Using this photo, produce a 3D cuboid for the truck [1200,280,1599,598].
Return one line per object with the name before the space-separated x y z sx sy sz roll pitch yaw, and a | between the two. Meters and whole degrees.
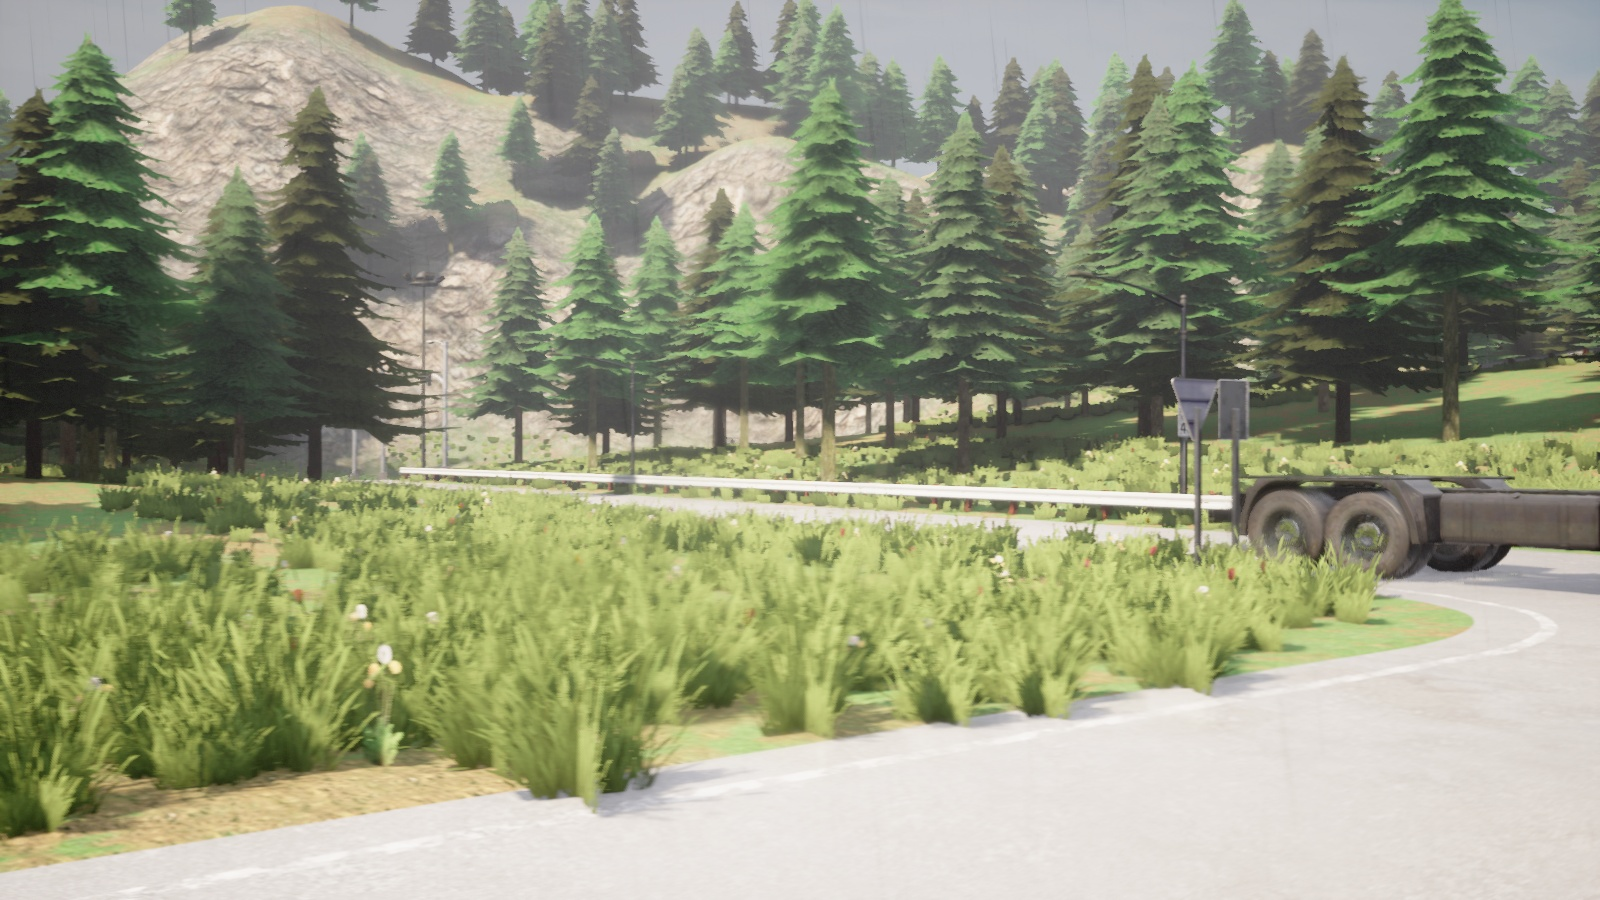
truck | 9.191 -0.099 15.569 2.891 3.462 7.936 0 -1 -35
